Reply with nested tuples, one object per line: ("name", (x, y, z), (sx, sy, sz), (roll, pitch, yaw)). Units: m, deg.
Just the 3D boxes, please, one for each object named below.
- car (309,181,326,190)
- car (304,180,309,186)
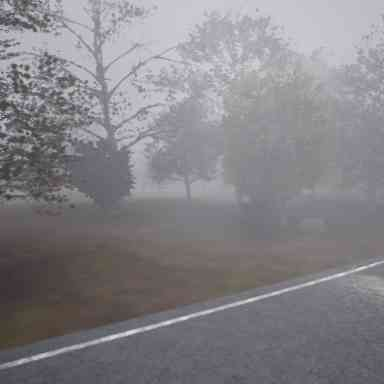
("car", (27.362, -1.126, 71.471), (1.994, 1.385, 4.181), (-2, 4, 35))
("car", (26.656, -1.628, 75.611), (2.150, 2.045, 5.566), (-1, 4, 45))
